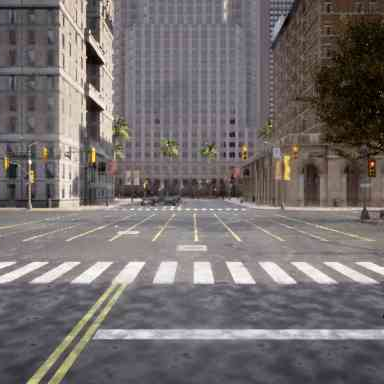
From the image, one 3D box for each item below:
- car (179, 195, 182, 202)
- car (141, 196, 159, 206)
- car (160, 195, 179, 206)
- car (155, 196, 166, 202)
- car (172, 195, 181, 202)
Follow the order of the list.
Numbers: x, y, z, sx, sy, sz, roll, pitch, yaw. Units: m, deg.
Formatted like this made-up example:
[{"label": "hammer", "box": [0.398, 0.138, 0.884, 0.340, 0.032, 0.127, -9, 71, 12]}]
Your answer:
[{"label": "car", "box": [-3.569, 1.491, 64.898, 2.128, 1.511, 4.902, 0, 0, 1]}, {"label": "car", "box": [-7.134, 1.491, 54.290, 2.128, 1.511, 4.902, 0, 0, 0]}, {"label": "car", "box": [-3.641, 1.547, 55.052, 2.033, 1.411, 5.357, 0, 0, 0]}, {"label": "car", "box": [-6.941, 1.553, 73.543, 1.994, 1.385, 4.181, 0, 0, 1]}, {"label": "car", "box": [-3.424, 1.500, 75.310, 1.837, 1.490, 4.892, 0, 0, 1]}]
